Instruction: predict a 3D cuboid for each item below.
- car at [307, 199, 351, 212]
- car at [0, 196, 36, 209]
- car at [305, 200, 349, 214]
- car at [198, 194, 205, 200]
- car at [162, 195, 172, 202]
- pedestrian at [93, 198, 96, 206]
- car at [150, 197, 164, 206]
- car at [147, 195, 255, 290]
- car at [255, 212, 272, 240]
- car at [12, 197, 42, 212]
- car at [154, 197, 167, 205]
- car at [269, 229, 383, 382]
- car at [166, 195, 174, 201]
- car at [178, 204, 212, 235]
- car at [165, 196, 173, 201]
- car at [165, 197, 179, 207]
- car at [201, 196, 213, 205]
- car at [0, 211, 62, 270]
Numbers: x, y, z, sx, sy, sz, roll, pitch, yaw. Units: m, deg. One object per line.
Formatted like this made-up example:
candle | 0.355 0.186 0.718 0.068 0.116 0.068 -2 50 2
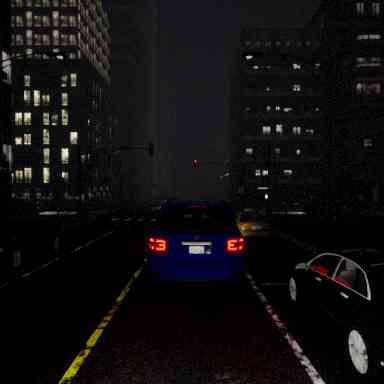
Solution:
car | 16.296 1.622 39.693 4.403 1.369 2.008 0 0 1
car | -21.679 1.274 40.175 4.829 1.417 1.752 0 0 1
car | 14.864 1.667 37.128 4.181 1.385 1.994 0 1 1
car | 2.636 1.424 94.091 1.967 1.590 4.097 -1 0 0
car | -5.735 1.530 77.123 1.887 1.381 4.507 -1 0 0
pedestrian | -12.567 1.299 43.026 0.500 1.100 0.500 0 0 1
car | -5.726 1.514 54.336 1.752 1.417 4.829 -1 0 0
car | 0.092 1.219 9.177 2.150 2.045 5.566 0 0 0
car | 2.799 1.521 16.724 1.752 1.417 4.829 -1 0 0
car | -17.831 1.442 34.363 4.181 1.385 1.994 0 1 1
car | -5.728 1.553 60.160 1.947 1.339 4.313 -1 0 0
car | 2.804 1.549 5.265 2.008 1.369 4.403 -1 0 0
car | -5.740 1.529 88.432 1.887 1.381 4.507 -1 0 0
car | 0.089 1.520 19.688 1.812 1.442 4.674 0 0 -2
car | -5.737 1.567 82.778 1.802 1.307 4.206 -1 0 0
car | -3.114 1.552 52.632 1.994 1.385 4.181 0 0 0
car | 2.652 1.538 60.164 2.008 1.369 4.403 -1 0 0
car | -5.838 1.542 10.964 1.887 1.381 4.507 -1 0 0
